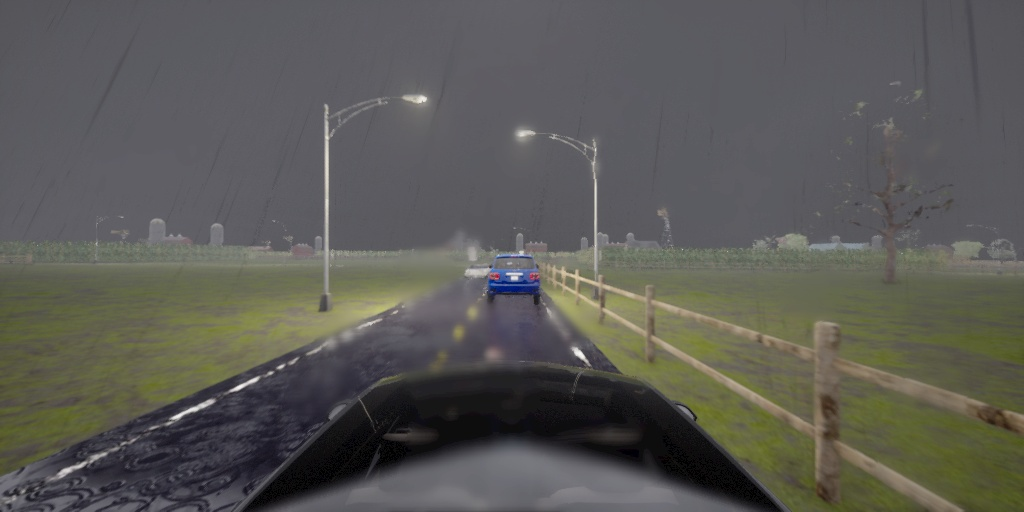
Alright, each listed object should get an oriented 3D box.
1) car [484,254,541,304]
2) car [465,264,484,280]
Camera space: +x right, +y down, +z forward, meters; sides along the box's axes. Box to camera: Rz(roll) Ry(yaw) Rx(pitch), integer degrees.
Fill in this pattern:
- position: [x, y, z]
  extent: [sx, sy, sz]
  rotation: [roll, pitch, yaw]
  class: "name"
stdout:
- position: [0.097, 0.962, 16.444]
  extent: [2.150, 2.045, 5.566]
  rotation: [0, 0, 0]
  class: "car"
- position: [-2.851, 1.333, 30.651]
  extent: [1.895, 1.301, 4.718]
  rotation: [0, 0, 0]
  class: "car"
